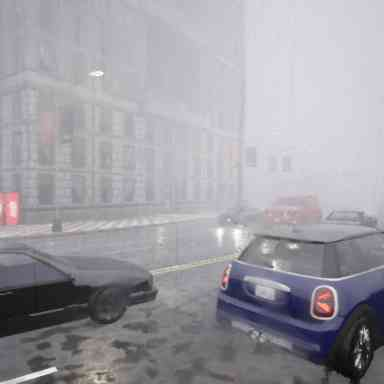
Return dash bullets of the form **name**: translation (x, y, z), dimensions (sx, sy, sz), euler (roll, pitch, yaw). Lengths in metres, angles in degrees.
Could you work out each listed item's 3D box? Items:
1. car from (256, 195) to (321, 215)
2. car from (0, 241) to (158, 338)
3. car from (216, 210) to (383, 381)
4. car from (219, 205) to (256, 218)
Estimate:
- **car**: translation (6.270, 1.206, 20.380), dimensions (2.150, 2.045, 5.566), euler (0, 0, 36)
- **car**: translation (-3.244, 1.542, 5.324), dimensions (5.357, 1.411, 2.033), euler (0, 0, -36)
- **car**: translation (2.580, 1.349, 5.785), dimensions (4.553, 1.767, 2.097), euler (0, 0, -41)
- **car**: translation (3.489, 1.586, 22.504), dimensions (1.994, 1.385, 4.181), euler (0, 0, 36)
